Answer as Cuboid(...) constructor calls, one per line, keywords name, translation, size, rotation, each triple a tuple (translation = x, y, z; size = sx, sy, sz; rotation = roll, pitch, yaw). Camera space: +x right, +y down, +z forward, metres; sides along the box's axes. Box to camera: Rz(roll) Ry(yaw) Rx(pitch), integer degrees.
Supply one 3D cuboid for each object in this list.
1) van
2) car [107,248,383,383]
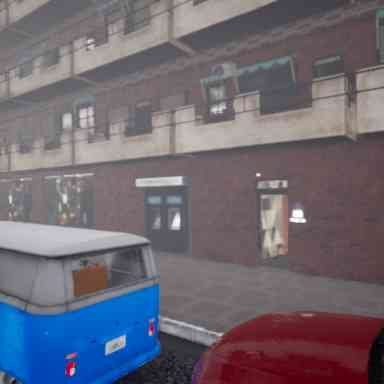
Cuboid(name="van", translation=(-2.296, 1.348, 4.529), size=(3.998, 1.788, 1.690), rotation=(0, -1, 35))
Cuboid(name="car", translation=(2.203, 1.313, 1.324), size=(5.009, 1.841, 2.192), rotation=(0, -1, 35))
